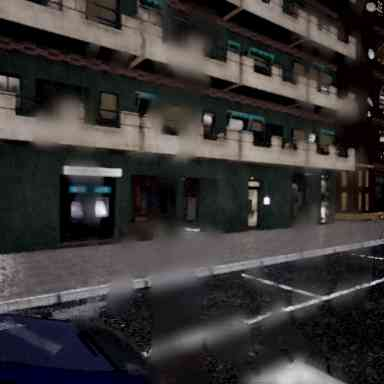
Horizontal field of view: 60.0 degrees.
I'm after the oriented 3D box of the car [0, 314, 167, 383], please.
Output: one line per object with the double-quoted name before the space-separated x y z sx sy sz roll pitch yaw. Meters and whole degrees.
"car" -2.129 1.561 1.822 4.181 1.385 1.994 0 0 -35
